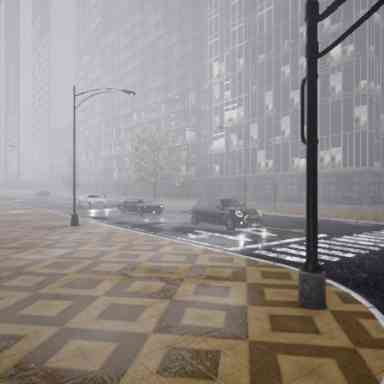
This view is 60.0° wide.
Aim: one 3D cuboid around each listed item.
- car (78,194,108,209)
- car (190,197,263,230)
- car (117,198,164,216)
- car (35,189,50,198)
[{"bbox_3d":[-10.501,0.907,34.966,1.812,1.442,4.674,0,1,-38],"label":"car"},{"bbox_3d":[1.905,1.100,19.216,2.097,1.767,4.553,0,1,-38],"label":"car"},{"bbox_3d":[-4.254,1.167,27.019,1.895,1.301,4.718,0,1,-38],"label":"car"},{"bbox_3d":[-28.603,0.232,63.592,1.882,1.535,5.008,0,1,-38],"label":"car"}]
